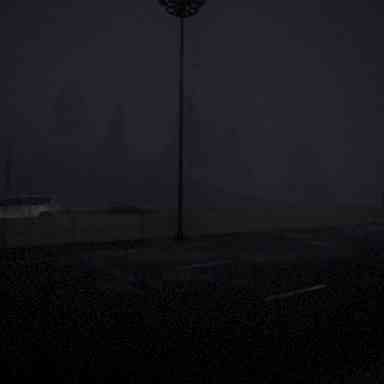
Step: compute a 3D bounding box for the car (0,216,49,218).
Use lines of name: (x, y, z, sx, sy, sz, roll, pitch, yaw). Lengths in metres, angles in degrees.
car: (-11.362, 1.207, 21.588, 5.566, 2.045, 2.150, 1, 0, -35)

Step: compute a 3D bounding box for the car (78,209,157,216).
car: (-4.806, 1.587, 21.765, 5.357, 1.411, 2.033, 1, 0, -33)
